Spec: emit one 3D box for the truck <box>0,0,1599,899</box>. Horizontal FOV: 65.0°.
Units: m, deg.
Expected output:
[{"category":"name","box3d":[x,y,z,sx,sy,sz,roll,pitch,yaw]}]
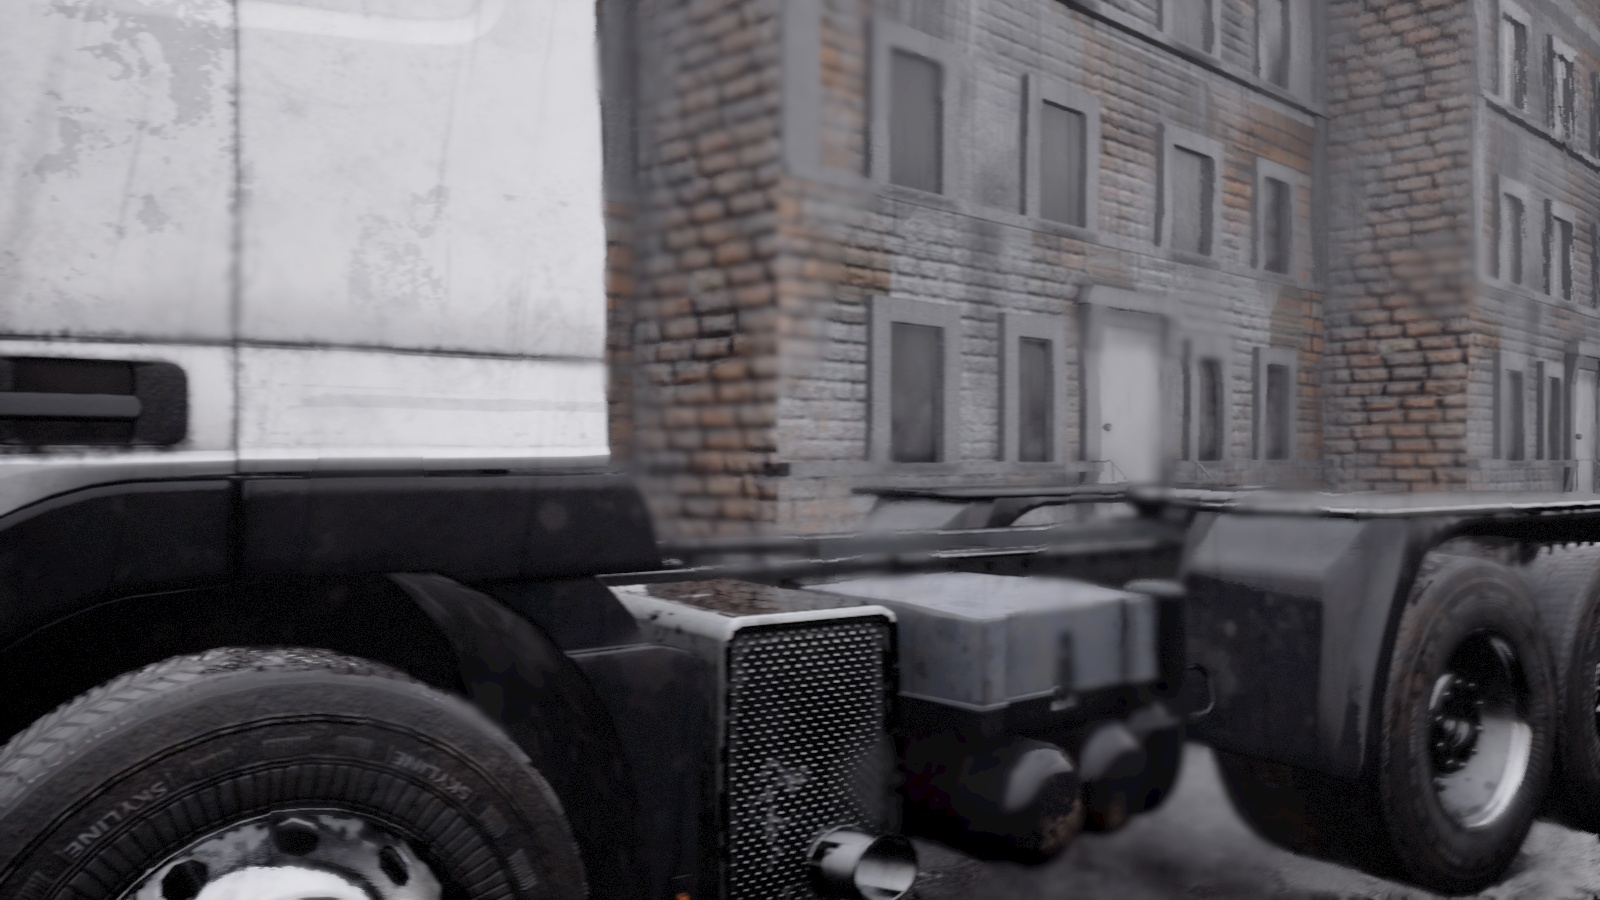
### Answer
[{"category":"truck","box3d":[0.221,-0.227,4.426,7.936,3.462,2.891,0,0,-35]}]
